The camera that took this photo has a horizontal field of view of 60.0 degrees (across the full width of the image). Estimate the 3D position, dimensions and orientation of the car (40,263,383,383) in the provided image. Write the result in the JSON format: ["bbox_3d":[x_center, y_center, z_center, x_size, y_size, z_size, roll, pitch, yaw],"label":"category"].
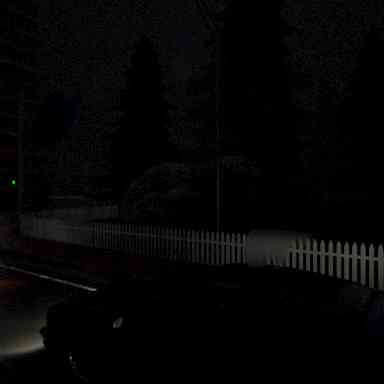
[{"bbox_3d":[0.606,1.547,3.562,5.357,1.411,2.033,0,0,36],"label":"car"}]
